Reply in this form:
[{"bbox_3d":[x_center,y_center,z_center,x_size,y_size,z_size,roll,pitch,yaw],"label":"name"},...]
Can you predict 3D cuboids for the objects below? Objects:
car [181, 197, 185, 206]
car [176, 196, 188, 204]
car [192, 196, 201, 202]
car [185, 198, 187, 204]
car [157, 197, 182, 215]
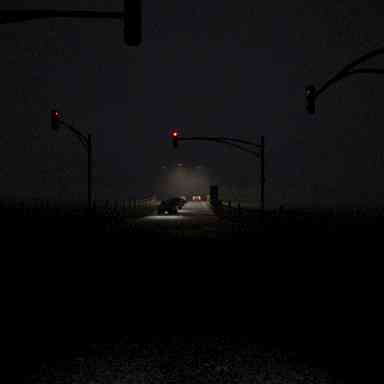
[{"bbox_3d":[-2.265,1.514,43.968,1.837,1.490,4.892,0,0,1],"label":"car"},{"bbox_3d":[-1.923,1.581,63.820,1.994,1.385,4.181,0,0,2],"label":"car"},{"bbox_3d":[1.066,1.617,75.962,1.895,1.301,4.718,0,0,1],"label":"car"},{"bbox_3d":[-2.122,1.560,53.815,2.033,1.411,5.357,0,0,1],"label":"car"},{"bbox_3d":[-2.414,1.554,34.190,2.033,1.411,5.357,0,0,0],"label":"car"}]
